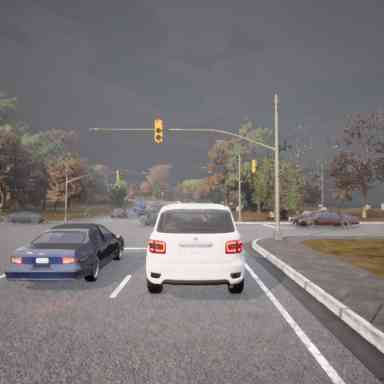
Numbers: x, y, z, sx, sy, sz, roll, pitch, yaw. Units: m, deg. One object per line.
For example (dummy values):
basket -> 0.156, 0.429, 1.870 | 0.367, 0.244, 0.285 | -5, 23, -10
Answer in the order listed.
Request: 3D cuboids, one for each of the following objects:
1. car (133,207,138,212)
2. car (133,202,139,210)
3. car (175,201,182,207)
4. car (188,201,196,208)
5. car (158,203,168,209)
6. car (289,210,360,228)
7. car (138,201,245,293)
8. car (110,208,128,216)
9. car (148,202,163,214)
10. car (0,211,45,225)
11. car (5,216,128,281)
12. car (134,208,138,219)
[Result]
car -> -7.094, 3.277, 49.842 | 1.895, 1.301, 4.718 | 0, -2, 0
car -> -10.502, 3.118, 67.851 | 2.150, 2.045, 5.566 | 0, 0, 0
car -> -3.588, 3.113, 87.496 | 1.882, 1.535, 5.008 | 0, 0, -3
car -> -0.111, 3.307, 87.849 | 1.837, 1.490, 4.892 | 0, 0, -3
car -> -6.996, 3.413, 80.231 | 1.895, 1.301, 4.718 | 0, 0, 0
car -> 11.719, 2.394, 29.188 | 5.357, 1.411, 2.033 | 0, -3, -1
car -> 0.084, 1.322, 9.232 | 2.150, 2.045, 5.566 | 0, -1, 0
car -> -10.592, 3.135, 48.232 | 1.837, 1.490, 4.892 | 0, -2, 0
car -> -7.033, 3.115, 64.887 | 2.150, 2.045, 5.566 | 0, 0, 1
car -> -17.515, 2.647, 34.518 | 4.181, 1.385, 1.994 | 0, -2, -8
car -> -3.417, 1.666, 10.086 | 2.033, 1.411, 5.357 | 0, -1, 0
car -> -2.681, 2.412, 29.605 | 2.033, 1.411, 5.357 | 2, -3, -41
